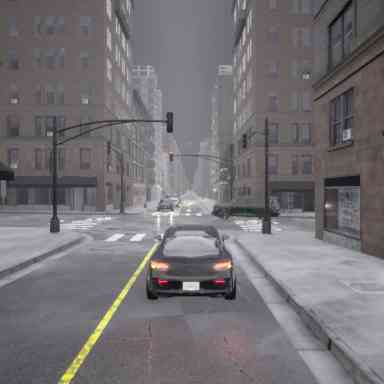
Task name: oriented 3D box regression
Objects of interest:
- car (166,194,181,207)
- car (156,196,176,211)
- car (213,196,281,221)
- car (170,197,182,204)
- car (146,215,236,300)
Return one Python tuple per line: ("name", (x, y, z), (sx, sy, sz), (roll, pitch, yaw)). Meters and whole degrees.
("car", (-3.209, 1.294, 51.810), (2.150, 2.045, 5.566), (0, 0, 0))
("car", (-3.202, 1.555, 40.889), (1.837, 1.490, 4.892), (0, 0, -2))
("car", (4.533, 1.333, 27.652), (5.566, 2.045, 2.150), (1, 1, 14))
("car", (-3.167, 1.649, 67.194), (2.033, 1.411, 5.357), (0, 0, 0))
("car", (-0.012, 1.527, 8.280), (1.812, 1.442, 4.674), (0, 0, 0))
